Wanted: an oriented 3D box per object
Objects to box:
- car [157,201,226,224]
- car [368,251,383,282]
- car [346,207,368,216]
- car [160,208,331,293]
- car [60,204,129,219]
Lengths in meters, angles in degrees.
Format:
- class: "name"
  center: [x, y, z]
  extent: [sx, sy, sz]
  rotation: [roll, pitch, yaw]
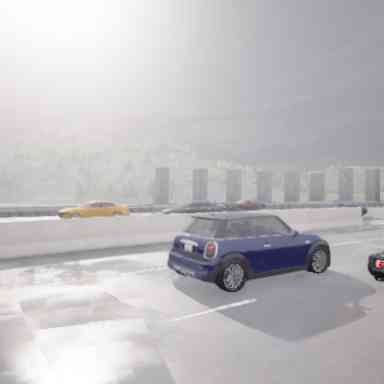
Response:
- class: "car"
  center: [0.004, 1.420, 24.710]
  extent: [4.892, 1.490, 1.837]
  rotation: [0, 0, -31]
- class: "car"
  center: [6.304, 1.586, 7.814]
  extent: [4.718, 1.301, 1.895]
  rotation: [0, 0, -32]
- class: "car"
  center: [12.175, 1.532, 27.474]
  extent: [4.718, 1.301, 1.895]
  rotation: [0, 0, -27]
- class: "car"
  center: [1.691, 1.323, 8.980]
  extent: [4.553, 1.767, 2.097]
  rotation: [0, 0, -34]
- class: "car"
  center: [-7.125, 1.377, 24.381]
  extent: [5.008, 1.535, 1.882]
  rotation: [0, 0, -33]
